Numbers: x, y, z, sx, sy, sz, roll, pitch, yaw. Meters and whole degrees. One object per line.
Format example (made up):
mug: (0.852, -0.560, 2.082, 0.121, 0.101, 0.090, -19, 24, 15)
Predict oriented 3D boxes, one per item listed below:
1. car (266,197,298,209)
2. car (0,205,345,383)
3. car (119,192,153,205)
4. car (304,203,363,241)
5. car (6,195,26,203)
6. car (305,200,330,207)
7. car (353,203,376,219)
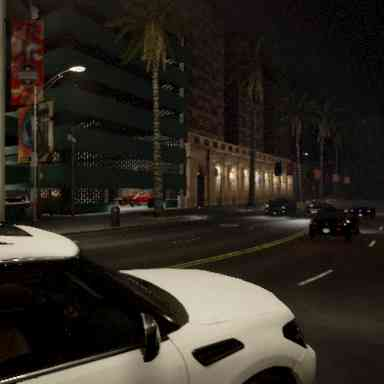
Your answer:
car: (8.738, 1.330, 32.377, 2.097, 1.767, 4.553, 0, 0, 32)
car: (-1.548, 1.221, 2.180, 5.566, 2.045, 2.150, 0, 0, -36)
car: (-7.688, 0.987, 46.314, 2.435, 2.045, 5.566, 0, 0, 32)
car: (7.156, 1.518, 16.602, 1.812, 1.442, 4.674, 0, 0, 33)
car: (-33.416, 1.342, 61.943, 2.161, 1.482, 4.786, 0, 0, 32)
car: (11.589, 1.477, 30.337, 2.128, 1.511, 4.902, 0, 0, 32)
car: (14.949, 1.588, 29.100, 1.895, 1.301, 4.718, 0, 0, 32)
